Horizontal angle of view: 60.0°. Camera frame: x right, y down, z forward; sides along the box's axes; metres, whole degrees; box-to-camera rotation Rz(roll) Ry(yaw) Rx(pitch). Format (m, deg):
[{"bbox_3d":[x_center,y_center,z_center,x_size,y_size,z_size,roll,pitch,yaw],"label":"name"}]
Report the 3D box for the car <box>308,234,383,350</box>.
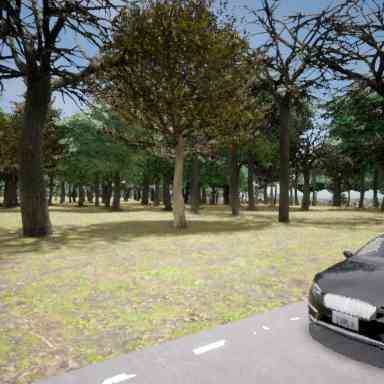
[{"bbox_3d":[4.096,1.501,5.985,4.902,1.511,2.128,0,0,-35],"label":"car"}]
